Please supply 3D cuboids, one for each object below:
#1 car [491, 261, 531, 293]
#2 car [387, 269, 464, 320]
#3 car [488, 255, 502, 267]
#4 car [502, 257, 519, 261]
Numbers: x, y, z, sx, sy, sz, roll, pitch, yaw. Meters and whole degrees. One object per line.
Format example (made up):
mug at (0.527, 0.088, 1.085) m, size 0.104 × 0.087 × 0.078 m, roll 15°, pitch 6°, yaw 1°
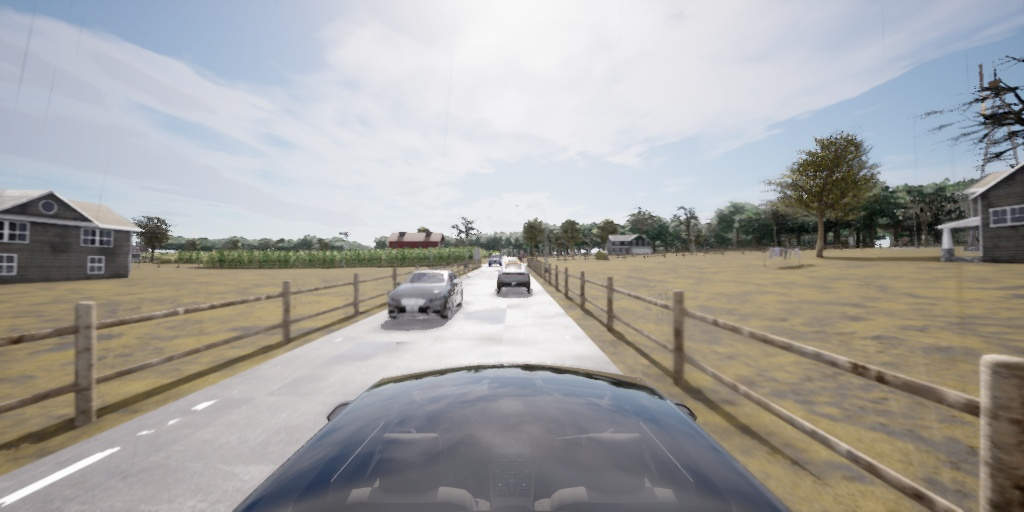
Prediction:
car at (0.098, 1.220, 20.836) m, size 2.128 × 1.511 × 4.902 m, roll 0°, pitch 0°, yaw 0°
car at (-2.850, 1.235, 12.692) m, size 2.128 × 1.511 × 4.902 m, roll 0°, pitch 0°, yaw 0°
car at (-2.751, 0.783, 59.523) m, size 2.150 × 2.045 × 5.566 m, roll 0°, pitch 0°, yaw 0°
car at (0.099, 1.125, 42.086) m, size 1.882 × 1.535 × 5.008 m, roll 0°, pitch 0°, yaw 0°
